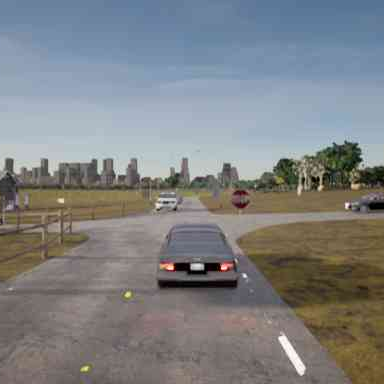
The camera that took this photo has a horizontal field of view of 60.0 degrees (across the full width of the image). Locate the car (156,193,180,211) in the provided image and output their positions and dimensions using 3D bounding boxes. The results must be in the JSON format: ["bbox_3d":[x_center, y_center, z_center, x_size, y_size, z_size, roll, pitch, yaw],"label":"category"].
[{"bbox_3d":[-2.837,1.087,38.461,2.150,2.045,5.566,0,0,0],"label":"car"}]

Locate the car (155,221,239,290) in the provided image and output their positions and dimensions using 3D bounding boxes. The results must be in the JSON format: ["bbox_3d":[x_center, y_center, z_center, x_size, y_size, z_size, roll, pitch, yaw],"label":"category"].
[{"bbox_3d":[0.101,1.515,9.074,2.033,1.411,5.357,0,0,0],"label":"car"}]

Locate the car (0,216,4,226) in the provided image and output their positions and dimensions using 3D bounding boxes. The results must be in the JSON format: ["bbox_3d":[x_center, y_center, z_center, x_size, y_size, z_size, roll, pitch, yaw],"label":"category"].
[{"bbox_3d":[-15.559,1.944,22.702,5.008,1.535,1.882,-2,0,0],"label":"car"}]

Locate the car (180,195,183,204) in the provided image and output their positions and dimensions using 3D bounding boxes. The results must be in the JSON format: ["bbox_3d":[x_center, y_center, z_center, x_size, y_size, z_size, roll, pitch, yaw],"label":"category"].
[{"bbox_3d":[-2.814,1.351,53.719,1.812,1.442,4.674,0,0,0],"label":"car"}]

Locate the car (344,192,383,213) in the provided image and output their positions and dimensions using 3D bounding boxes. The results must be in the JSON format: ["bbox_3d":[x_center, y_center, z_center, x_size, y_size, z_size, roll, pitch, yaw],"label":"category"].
[{"bbox_3d":[14.372,0.790,25.682,4.902,1.511,2.128,-2,0,0],"label":"car"}]
